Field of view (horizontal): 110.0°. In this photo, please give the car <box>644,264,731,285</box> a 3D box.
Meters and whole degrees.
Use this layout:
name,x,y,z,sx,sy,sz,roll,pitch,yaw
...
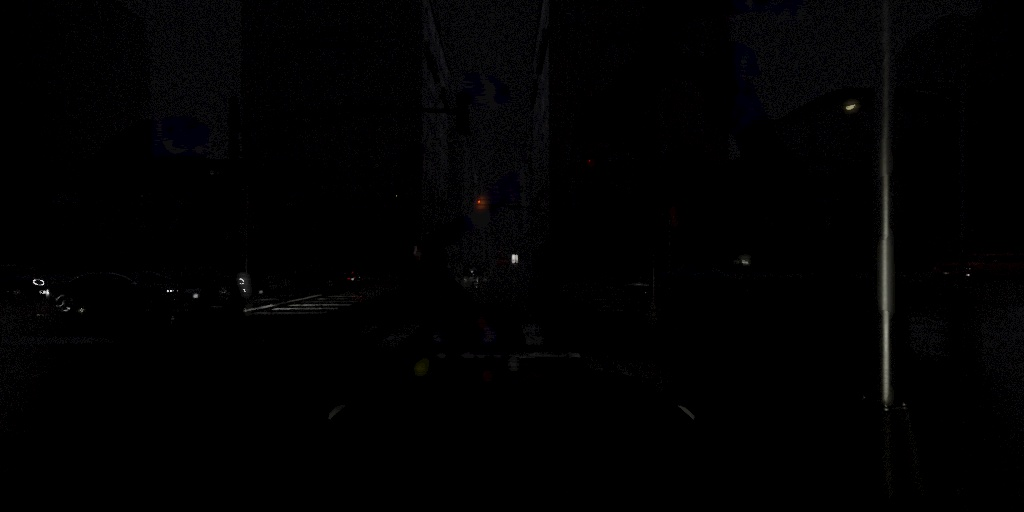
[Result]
name,x,y,z,sx,sy,sz,roll,pitch,yaw
car,11.978,1.237,24.603,5.357,1.411,2.033,0,0,-2

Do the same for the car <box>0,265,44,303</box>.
name,x,y,z,sx,sy,sz,roll,pitch,yaw
car,-23.095,1.183,16.796,4.553,1.767,2.097,0,0,-2

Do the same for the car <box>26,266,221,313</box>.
name,x,y,z,sx,sy,sz,roll,pitch,yaw
car,-14.652,1.290,13.804,4.902,1.511,2.128,0,0,-2

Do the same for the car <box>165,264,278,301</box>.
name,x,y,z,sx,sy,sz,roll,pitch,yaw
car,-14.249,1.148,17.073,4.553,1.767,2.097,0,0,-2

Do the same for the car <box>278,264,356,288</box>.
name,x,y,z,sx,sy,sz,roll,pitch,yaw
car,-13.028,1.294,23.815,4.892,1.490,1.837,0,0,-2

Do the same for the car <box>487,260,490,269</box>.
name,x,y,z,sx,sy,sz,roll,pitch,yaw
car,-4.292,1.284,47.913,1.837,1.490,4.892,0,0,-2

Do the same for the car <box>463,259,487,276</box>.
name,x,y,z,sx,sy,sz,roll,pitch,yaw
car,-4.005,1.260,37.534,2.128,1.511,4.902,0,0,-2

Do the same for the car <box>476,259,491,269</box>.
name,x,y,z,sx,sy,sz,roll,pitch,yaw
car,-4.578,1.282,58.308,2.128,1.511,4.902,0,0,-1

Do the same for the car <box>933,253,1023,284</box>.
name,x,y,z,sx,sy,sz,roll,pitch,yaw
car,33.307,0.840,25.264,5.566,2.045,2.150,0,0,-2
